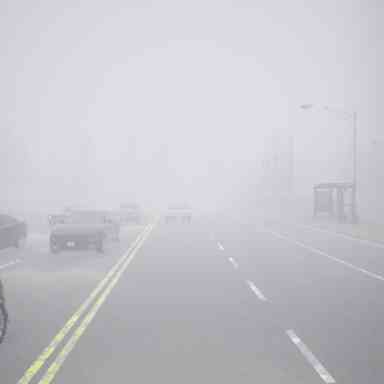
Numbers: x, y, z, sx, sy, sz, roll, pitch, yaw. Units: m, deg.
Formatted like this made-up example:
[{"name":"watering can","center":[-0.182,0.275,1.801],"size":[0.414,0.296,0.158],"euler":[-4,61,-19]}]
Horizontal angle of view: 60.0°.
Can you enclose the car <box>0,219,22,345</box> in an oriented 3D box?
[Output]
[{"name":"car","center":[-3.671,1.351,2.936],"size":[2.097,1.767,4.553],"euler":[0,0,-3]}]

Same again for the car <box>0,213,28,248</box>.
[{"name":"car","center":[-7.576,1.476,11.598],"size":[1.882,1.535,5.008],"euler":[0,0,-3]}]

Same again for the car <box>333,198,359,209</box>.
[{"name":"car","center":[17.622,1.428,40.279],"size":[4.902,1.511,2.128],"euler":[0,0,-2]}]

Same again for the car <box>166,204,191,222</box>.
[{"name":"car","center":[-1.072,1.596,26.179],"size":[1.895,1.301,4.718],"euler":[0,0,-3]}]

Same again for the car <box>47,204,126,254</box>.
[{"name":"car","center":[-4.172,1.475,13.650],"size":[1.882,1.535,5.008],"euler":[0,0,-3]}]

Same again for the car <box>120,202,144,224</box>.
[{"name":"car","center":[-4.612,1.502,24.399],"size":[1.837,1.490,4.892],"euler":[0,0,-2]}]
